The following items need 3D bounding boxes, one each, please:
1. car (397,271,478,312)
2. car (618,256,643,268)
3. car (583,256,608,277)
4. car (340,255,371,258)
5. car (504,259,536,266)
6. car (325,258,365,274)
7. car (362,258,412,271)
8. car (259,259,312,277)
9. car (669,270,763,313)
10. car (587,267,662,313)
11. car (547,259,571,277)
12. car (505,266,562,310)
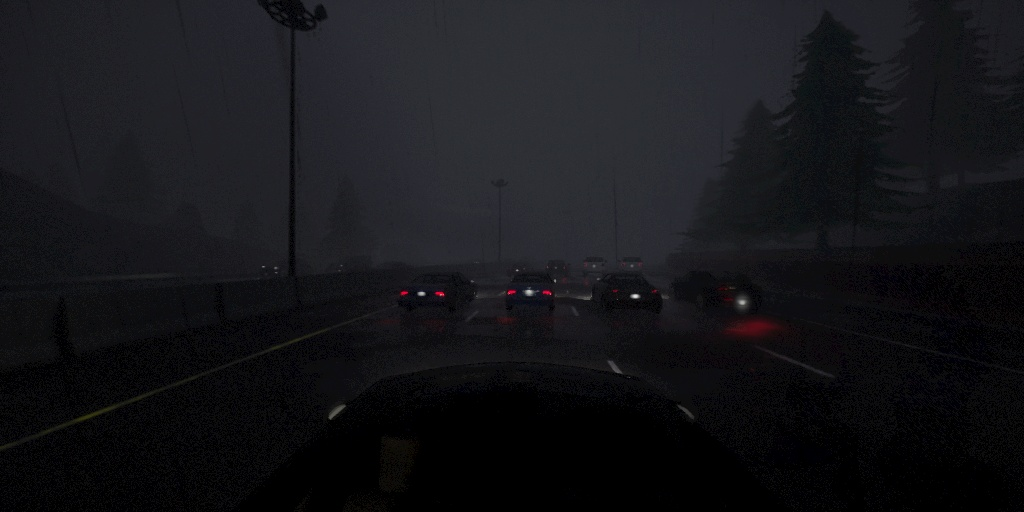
[{"bbox_3d":[-2.722,1.290,14.242,2.033,1.411,5.357,0,0,6],"label":"car"},{"bbox_3d":[12.296,1.010,37.125,2.150,2.045,5.566,0,0,16],"label":"car"},{"bbox_3d":[8.360,0.998,36.048,2.150,2.045,5.566,0,0,15],"label":"car"},{"bbox_3d":[-16.756,0.923,37.302,2.150,2.045,5.566,0,0,14],"label":"car"},{"bbox_3d":[0.947,1.319,35.201,1.994,1.385,4.181,0,0,14],"label":"car"},{"bbox_3d":[-14.337,1.201,31.937,2.128,1.511,4.902,0,0,12],"label":"car"},{"bbox_3d":[-10.768,1.198,31.962,1.882,1.535,5.008,0,0,12],"label":"car"},{"bbox_3d":[-21.115,1.042,33.661,2.097,1.767,4.553,0,0,12],"label":"car"},{"bbox_3d":[7.865,1.279,14.292,1.837,1.490,4.892,0,0,5],"label":"car"},{"bbox_3d":[4.345,1.328,14.096,1.994,1.385,4.181,0,0,5],"label":"car"},{"bbox_3d":[4.590,1.118,35.298,2.097,1.767,4.553,0,0,14],"label":"car"},{"bbox_3d":[0.842,1.301,14.739,2.033,1.411,5.357,0,0,6],"label":"car"}]
